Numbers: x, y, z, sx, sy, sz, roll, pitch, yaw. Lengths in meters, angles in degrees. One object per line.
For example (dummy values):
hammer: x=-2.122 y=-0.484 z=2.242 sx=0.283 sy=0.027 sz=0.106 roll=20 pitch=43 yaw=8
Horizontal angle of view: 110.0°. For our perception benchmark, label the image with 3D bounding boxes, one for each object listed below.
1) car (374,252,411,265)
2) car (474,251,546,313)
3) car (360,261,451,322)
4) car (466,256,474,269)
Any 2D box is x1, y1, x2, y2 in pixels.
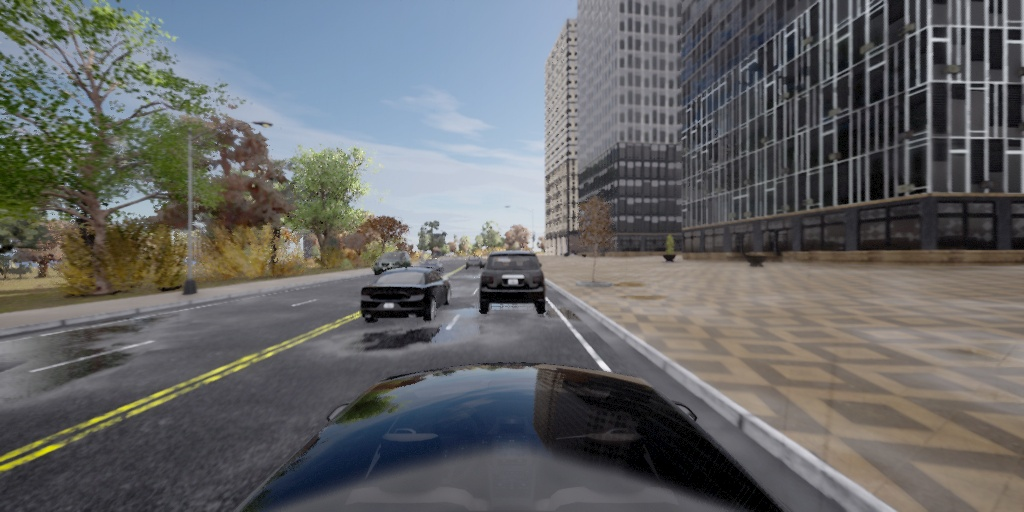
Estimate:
car: x=-10.510 y=0.644 z=31.967 sx=2.150 sy=2.045 sz=5.566 roll=0 pitch=1 yaw=-3
car: x=-0.022 y=0.834 z=13.437 sx=2.150 sy=2.045 sz=5.566 roll=0 pitch=1 yaw=-1
car: x=-3.251 y=1.114 z=11.823 sx=1.882 sy=1.535 sz=5.008 roll=0 pitch=1 yaw=-1
car: x=-4.618 y=0.794 z=43.903 sx=2.128 sy=1.511 sz=4.902 roll=0 pitch=1 yaw=-4
